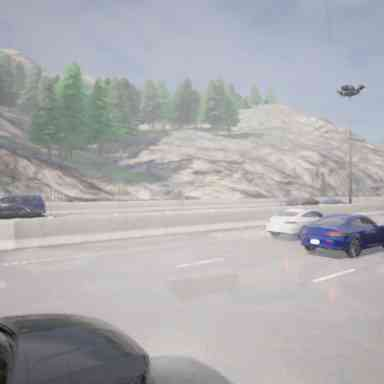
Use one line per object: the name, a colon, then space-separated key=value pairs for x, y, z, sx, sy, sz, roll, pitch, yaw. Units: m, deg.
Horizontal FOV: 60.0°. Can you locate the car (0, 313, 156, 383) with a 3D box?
car: x=-2.541 y=1.512 z=2.039 sx=4.892 sy=1.490 sz=1.837 roll=0 pitch=0 yaw=-35

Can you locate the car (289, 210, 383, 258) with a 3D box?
car: x=6.054 y=1.543 z=12.850 sx=4.674 sy=1.442 sz=1.812 roll=0 pitch=0 yaw=-38

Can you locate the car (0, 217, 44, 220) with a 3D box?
car: x=-12.103 y=1.560 z=21.244 sx=4.892 sy=1.490 sz=1.837 roll=0 pitch=0 yaw=-36

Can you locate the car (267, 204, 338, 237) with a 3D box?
car: x=5.764 y=1.551 z=17.051 sx=4.674 sy=1.442 sz=1.812 roll=0 pitch=0 yaw=-38

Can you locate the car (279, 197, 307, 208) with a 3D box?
car: x=15.688 y=1.602 z=51.601 sx=4.674 sy=1.442 sz=1.812 roll=0 pitch=0 yaw=-38

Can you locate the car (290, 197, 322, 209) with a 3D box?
car: x=16.450 y=1.546 z=47.767 sx=5.008 sy=1.535 sz=1.882 roll=0 pitch=0 yaw=-38
